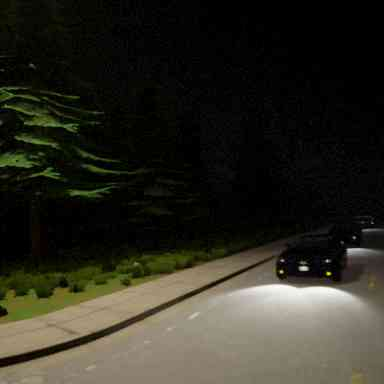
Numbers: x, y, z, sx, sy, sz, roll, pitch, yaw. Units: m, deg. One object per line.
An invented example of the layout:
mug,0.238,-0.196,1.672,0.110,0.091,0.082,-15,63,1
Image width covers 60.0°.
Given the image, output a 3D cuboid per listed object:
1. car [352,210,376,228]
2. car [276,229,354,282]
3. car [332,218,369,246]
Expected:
car,20.285,3.143,39.168,2.150,2.045,5.566,-5,-5,30
car,4.487,2.284,12.157,1.994,1.385,4.181,-5,-5,30
car,10.132,2.698,21.848,2.033,1.411,5.357,-5,-5,30
